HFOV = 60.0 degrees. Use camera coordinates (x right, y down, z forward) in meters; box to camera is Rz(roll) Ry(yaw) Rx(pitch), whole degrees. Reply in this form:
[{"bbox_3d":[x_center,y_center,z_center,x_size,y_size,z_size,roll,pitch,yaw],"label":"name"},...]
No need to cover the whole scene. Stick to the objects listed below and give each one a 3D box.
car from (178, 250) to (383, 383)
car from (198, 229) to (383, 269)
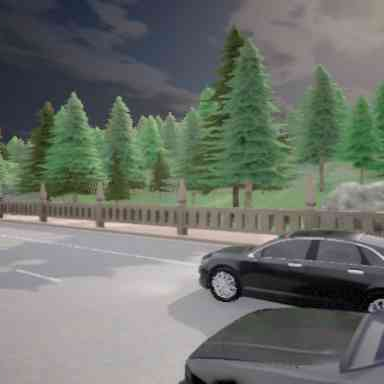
[{"bbox_3d":[2.457,1.547,2.240,5.357,1.411,2.033,0,0,35],"label":"car"},{"bbox_3d":[2.369,1.507,6.601,4.892,1.490,1.837,0,0,35],"label":"car"}]
